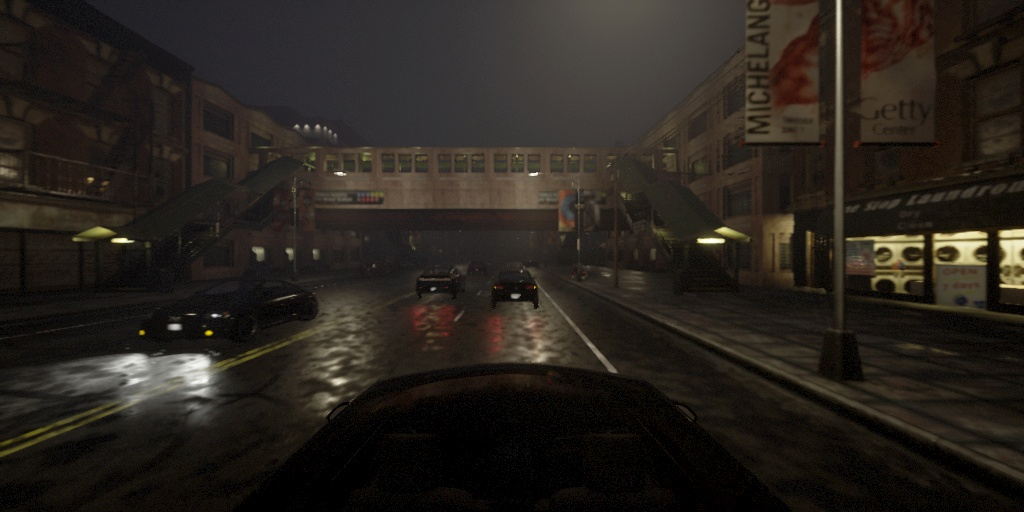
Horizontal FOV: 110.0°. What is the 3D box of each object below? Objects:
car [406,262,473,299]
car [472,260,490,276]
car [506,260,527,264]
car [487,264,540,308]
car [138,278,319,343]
[{"bbox_3d":[-3.386,1.214,17.828,2.128,1.511,4.902,0,0,0],"label":"car"},{"bbox_3d":[-3.358,1.171,36.570,1.882,1.535,5.008,0,0,0],"label":"car"},{"bbox_3d":[0.132,1.299,34.189,1.895,1.301,4.718,0,0,0],"label":"car"},{"bbox_3d":[0.104,1.254,15.072,1.812,1.442,4.674,0,0,0],"label":"car"},{"bbox_3d":[-7.041,1.300,9.494,1.994,1.385,4.181,0,0,1],"label":"car"}]
